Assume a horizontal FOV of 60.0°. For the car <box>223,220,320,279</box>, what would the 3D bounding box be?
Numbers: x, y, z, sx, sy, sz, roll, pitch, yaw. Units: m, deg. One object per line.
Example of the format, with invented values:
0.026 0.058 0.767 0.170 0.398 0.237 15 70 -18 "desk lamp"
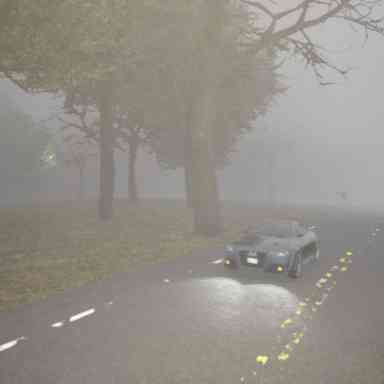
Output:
2.610 1.591 10.304 1.994 1.385 4.181 0 0 32 "car"
